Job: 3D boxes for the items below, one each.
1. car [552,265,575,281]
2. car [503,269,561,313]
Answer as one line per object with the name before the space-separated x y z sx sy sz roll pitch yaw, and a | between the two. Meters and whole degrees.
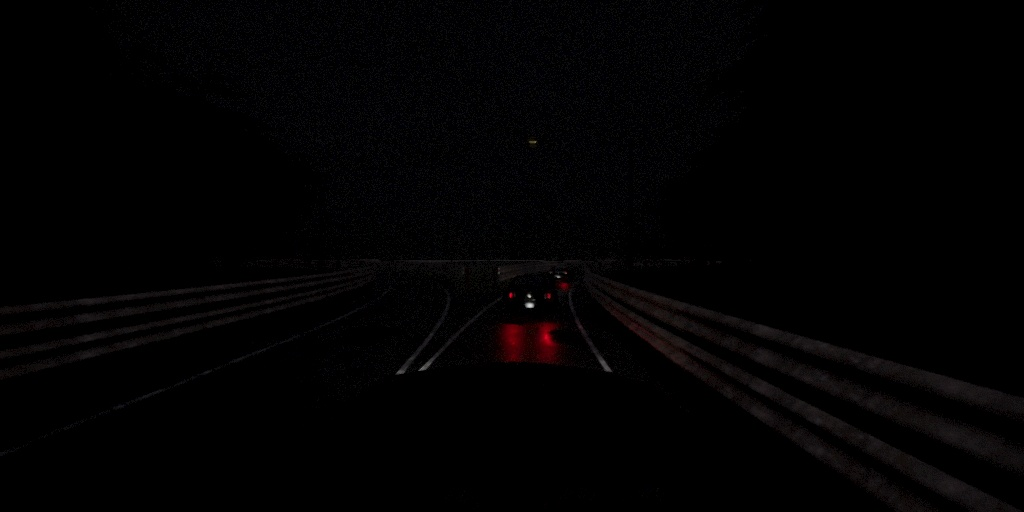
car | 4.497 1.439 31.820 1.895 1.301 4.718 0 0 17
car | 0.879 1.384 14.374 1.895 1.301 4.718 0 0 7
